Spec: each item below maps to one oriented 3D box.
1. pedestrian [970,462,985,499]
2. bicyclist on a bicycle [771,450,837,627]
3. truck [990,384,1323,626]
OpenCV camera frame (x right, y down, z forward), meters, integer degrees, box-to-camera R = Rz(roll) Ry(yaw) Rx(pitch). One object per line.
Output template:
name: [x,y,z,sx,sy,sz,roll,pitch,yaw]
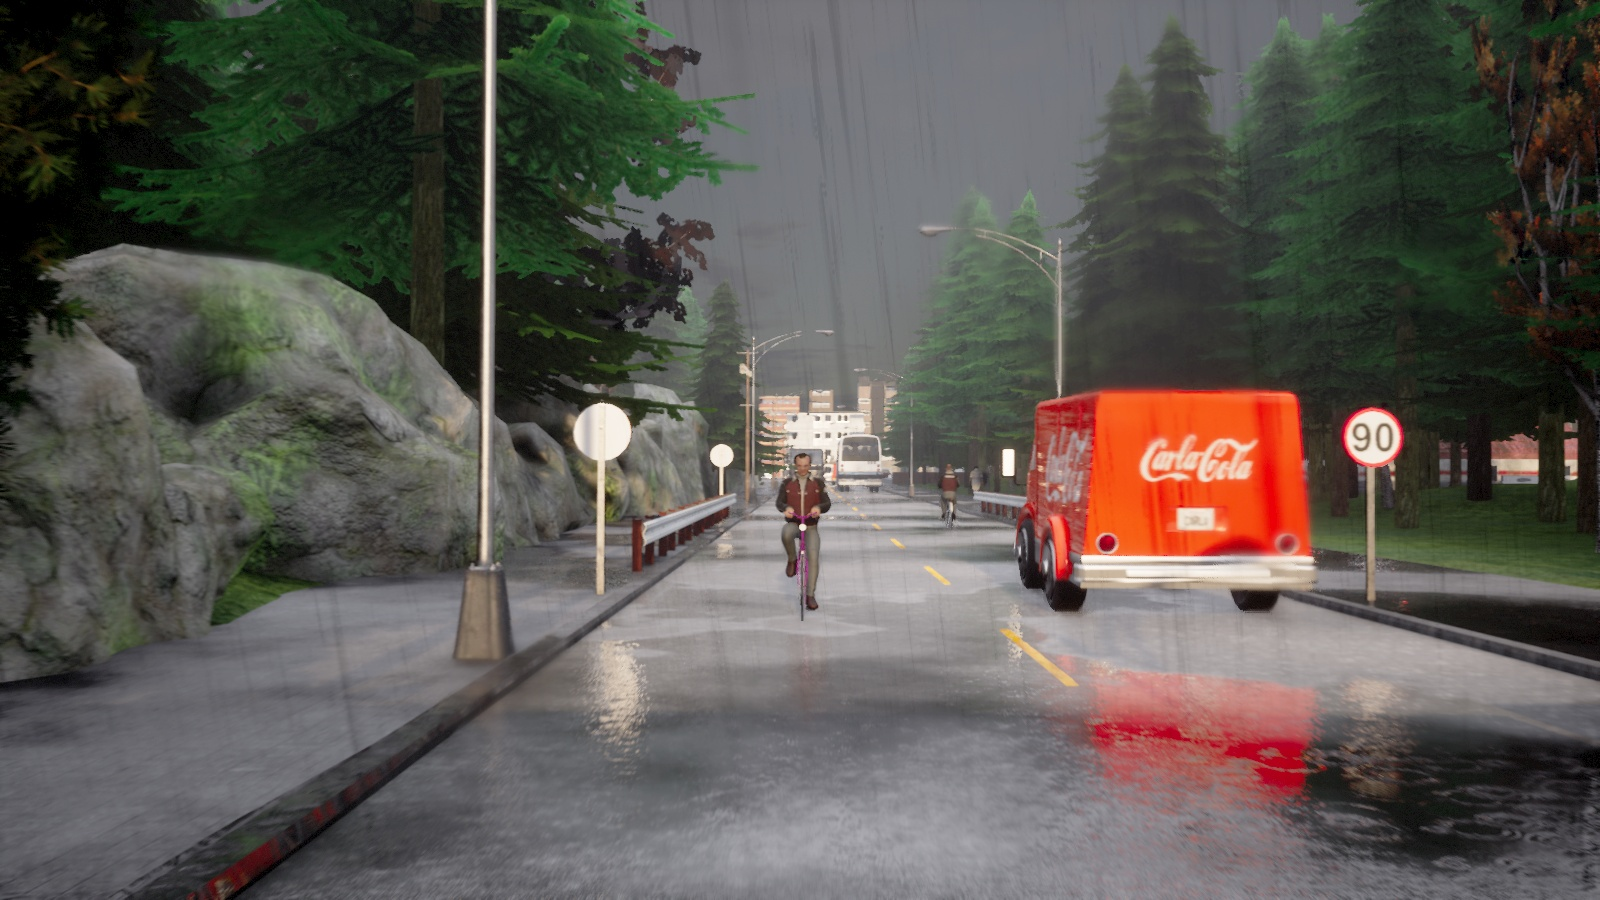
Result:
pedestrian: [9.477,1.613,67.210,0.659,1.952,0.873,0,-1,-1]
bicyclist on a bicycle: [0.041,0.912,13.539,0.659,1.776,1.843,0,-1,0]
truck: [4.046,0.580,15.463,2.627,2.467,5.204,0,0,0]
